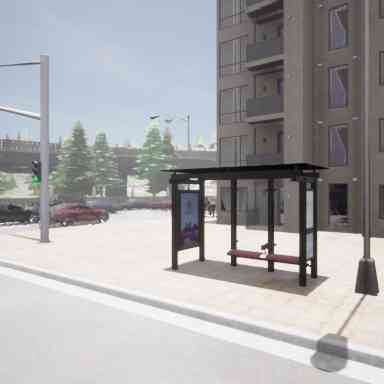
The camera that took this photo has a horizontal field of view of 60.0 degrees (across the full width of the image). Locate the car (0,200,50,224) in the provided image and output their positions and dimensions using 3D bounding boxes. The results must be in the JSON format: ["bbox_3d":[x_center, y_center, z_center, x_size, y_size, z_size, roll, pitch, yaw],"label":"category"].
[{"bbox_3d":[-12.363,1.449,21.970,1.837,1.490,4.892,0,0,36],"label":"car"}]

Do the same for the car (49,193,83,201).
[{"bbox_3d":[-13.208,1.166,32.917,2.150,2.045,5.566,0,0,37],"label":"car"}]

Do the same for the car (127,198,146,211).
[{"bbox_3d":[-6.888,1.492,40.984,2.033,1.411,5.357,0,0,40],"label":"car"}]

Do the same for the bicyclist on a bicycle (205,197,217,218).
[{"bbox_3d":[1.336,1.245,26.619,1.656,1.620,0.582,0,0,36],"label":"bicyclist on a bicycle"}]

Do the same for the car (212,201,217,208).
[{"bbox_3d":[4.736,1.508,37.788,4.181,1.385,1.994,0,0,-42],"label":"car"}]

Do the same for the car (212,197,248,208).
[{"bbox_3d":[5.404,1.449,46.757,4.892,1.490,1.837,0,0,-29],"label":"car"}]

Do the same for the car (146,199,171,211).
[{"bbox_3d":[-2.825,1.545,40.301,1.895,1.301,4.718,0,0,43],"label":"car"}]

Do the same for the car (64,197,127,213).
[{"bbox_3d":[-9.276,1.492,32.367,2.033,1.411,5.357,0,0,37],"label":"car"}]

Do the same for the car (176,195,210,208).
[{"bbox_3d":[0.151,1.296,47.392,4.553,1.767,2.097,0,0,-34],"label":"car"}]

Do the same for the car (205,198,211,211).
[{"bbox_3d":[0.264,1.545,38.387,1.895,1.301,4.718,0,0,43],"label":"car"}]

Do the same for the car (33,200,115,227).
[{"bbox_3d":[-7.755,1.470,22.328,1.812,1.442,4.674,0,0,36],"label":"car"}]
